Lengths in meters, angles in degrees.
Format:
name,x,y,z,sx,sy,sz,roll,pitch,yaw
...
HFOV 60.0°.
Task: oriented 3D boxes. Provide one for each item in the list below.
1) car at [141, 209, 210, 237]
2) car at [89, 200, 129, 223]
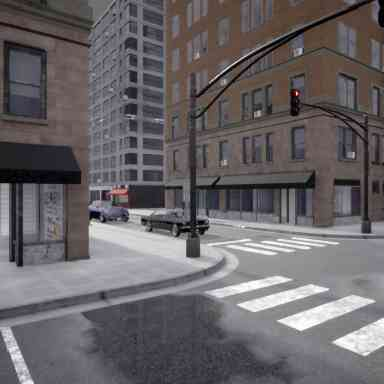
name,x,y,z,sx,sy,sz,roll,pitch,yaw
car,-1.046,1.665,18.813,1.895,1.301,4.718,0,0,-35
car,-6.812,1.460,26.815,2.097,1.767,4.553,0,0,-36
